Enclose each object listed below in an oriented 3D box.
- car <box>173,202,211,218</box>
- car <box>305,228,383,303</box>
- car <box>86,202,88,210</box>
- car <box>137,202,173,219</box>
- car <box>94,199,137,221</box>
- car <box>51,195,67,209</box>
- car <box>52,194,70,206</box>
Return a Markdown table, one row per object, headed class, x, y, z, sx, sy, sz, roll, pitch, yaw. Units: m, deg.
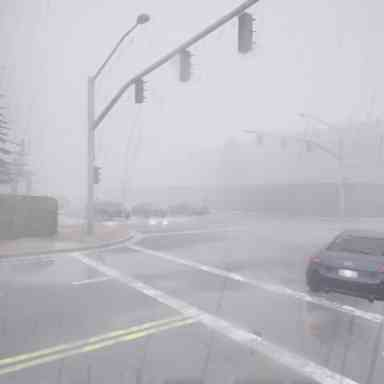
| class | x | y | z | sx | sy | sz | roll | pitch | yaw |
| --- | --- | --- | --- | --- | --- | --- | --- | --- | --- |
| car | -0.470 | 1.598 | 31.328 | 2.033 | 1.411 | 5.357 | 0 | 0 | -36 |
| car | 4.382 | 1.591 | 8.141 | 1.994 | 1.385 | 4.181 | 0 | 0 | 40 |
| car | -11.472 | 1.555 | 40.354 | 1.812 | 1.442 | 4.674 | 0 | 0 | -36 |
| car | -3.880 | 1.592 | 29.641 | 1.994 | 1.385 | 4.181 | 0 | 0 | -35 |
| car | -6.686 | 1.511 | 27.548 | 1.837 | 1.490 | 4.892 | 0 | 0 | -35 |
| car | -18.740 | 1.484 | 44.548 | 1.882 | 1.535 | 5.008 | 0 | 0 | -35 |
| car | -22.193 | 1.346 | 55.598 | 2.150 | 2.045 | 5.566 | 0 | 0 | -35 |
